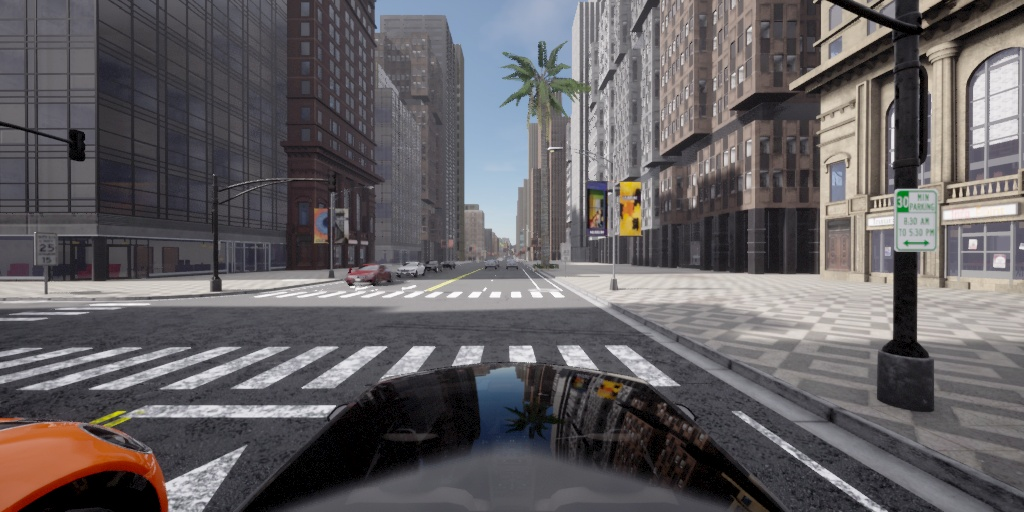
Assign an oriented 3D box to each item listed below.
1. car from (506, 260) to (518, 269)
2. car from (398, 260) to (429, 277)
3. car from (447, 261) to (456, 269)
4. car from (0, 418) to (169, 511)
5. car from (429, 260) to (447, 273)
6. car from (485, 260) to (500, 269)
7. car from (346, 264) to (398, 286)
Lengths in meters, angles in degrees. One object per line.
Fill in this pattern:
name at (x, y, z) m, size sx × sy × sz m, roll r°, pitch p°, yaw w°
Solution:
car at (0.014, 1.334, 55.747) m, size 2.033 × 1.411 × 5.357 m, roll 0°, pitch 0°, yaw 0°
car at (-9.839, 1.286, 35.217) m, size 1.812 × 1.442 × 4.674 m, roll 0°, pitch 0°, yaw 0°
car at (-9.791, 1.386, 54.836) m, size 1.895 × 1.301 × 4.718 m, roll 0°, pitch 0°, yaw 0°
car at (-3.150, 1.102, 0.269) m, size 2.097 × 1.767 × 4.553 m, roll 0°, pitch 0°, yaw 0°
car at (-9.836, 1.274, 44.536) m, size 1.837 × 1.490 × 4.892 m, roll 0°, pitch 0°, yaw 0°
car at (-3.236, 1.334, 55.749) m, size 2.033 × 1.411 × 5.357 m, roll 0°, pitch 0°, yaw 0°
car at (-9.841, 1.281, 25.166) m, size 1.812 × 1.442 × 4.674 m, roll 0°, pitch 0°, yaw -1°
